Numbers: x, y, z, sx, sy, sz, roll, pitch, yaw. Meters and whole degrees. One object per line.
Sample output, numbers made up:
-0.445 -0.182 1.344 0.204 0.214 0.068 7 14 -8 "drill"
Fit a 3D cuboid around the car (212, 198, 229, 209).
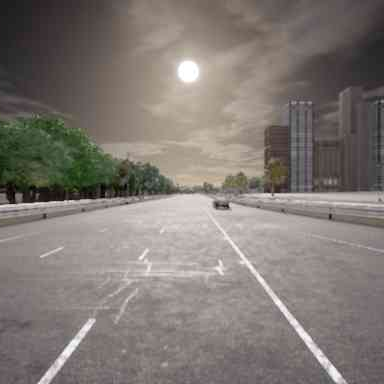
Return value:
4.105 1.614 48.176 2.163 1.488 4.792 0 0 -4 "car"
